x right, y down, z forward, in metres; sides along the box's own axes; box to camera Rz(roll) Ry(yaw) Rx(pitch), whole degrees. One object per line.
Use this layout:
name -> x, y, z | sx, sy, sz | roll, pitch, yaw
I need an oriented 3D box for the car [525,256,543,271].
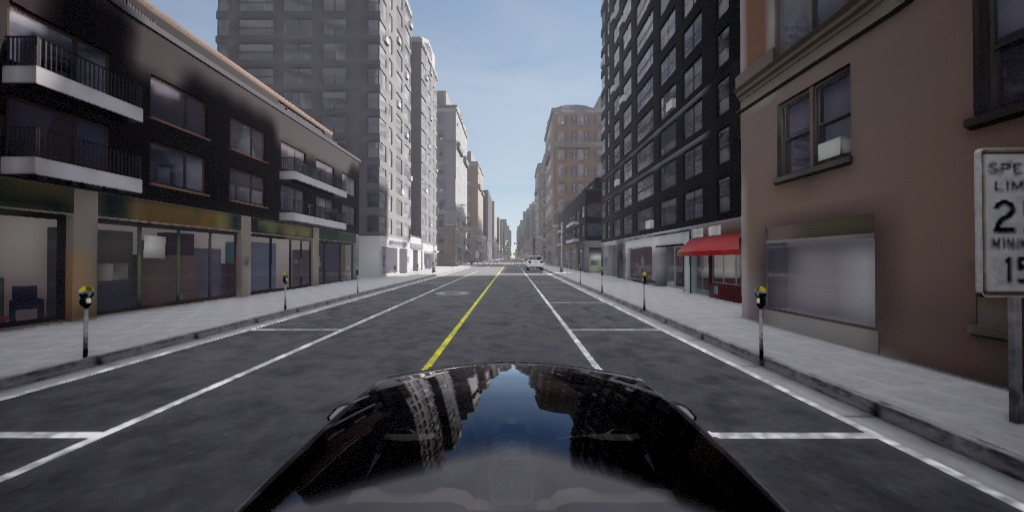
car -> 3.106, 0.975, 49.608 | 2.150, 2.045, 5.566 | 0, 0, 0
